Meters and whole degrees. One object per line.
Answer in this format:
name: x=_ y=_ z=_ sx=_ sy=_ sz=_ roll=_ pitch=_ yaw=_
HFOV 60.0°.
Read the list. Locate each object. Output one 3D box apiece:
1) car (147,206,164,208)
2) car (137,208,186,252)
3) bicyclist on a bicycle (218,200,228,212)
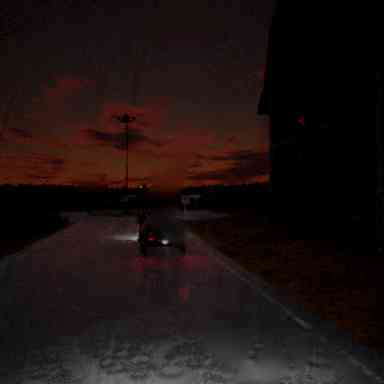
car: x=-3.106 y=1.874 z=28.852 sx=1.994 sy=1.385 sz=4.181 roll=0 pitch=-1 yaw=11
car: x=-1.393 y=1.683 z=14.677 sx=1.812 sy=1.442 sz=4.674 roll=0 pitch=0 yaw=-10
bicyclist on a bicycle: x=4.310 y=1.938 z=46.532 sx=1.656 sy=1.620 sz=0.582 roll=0 pitch=0 yaw=-27
